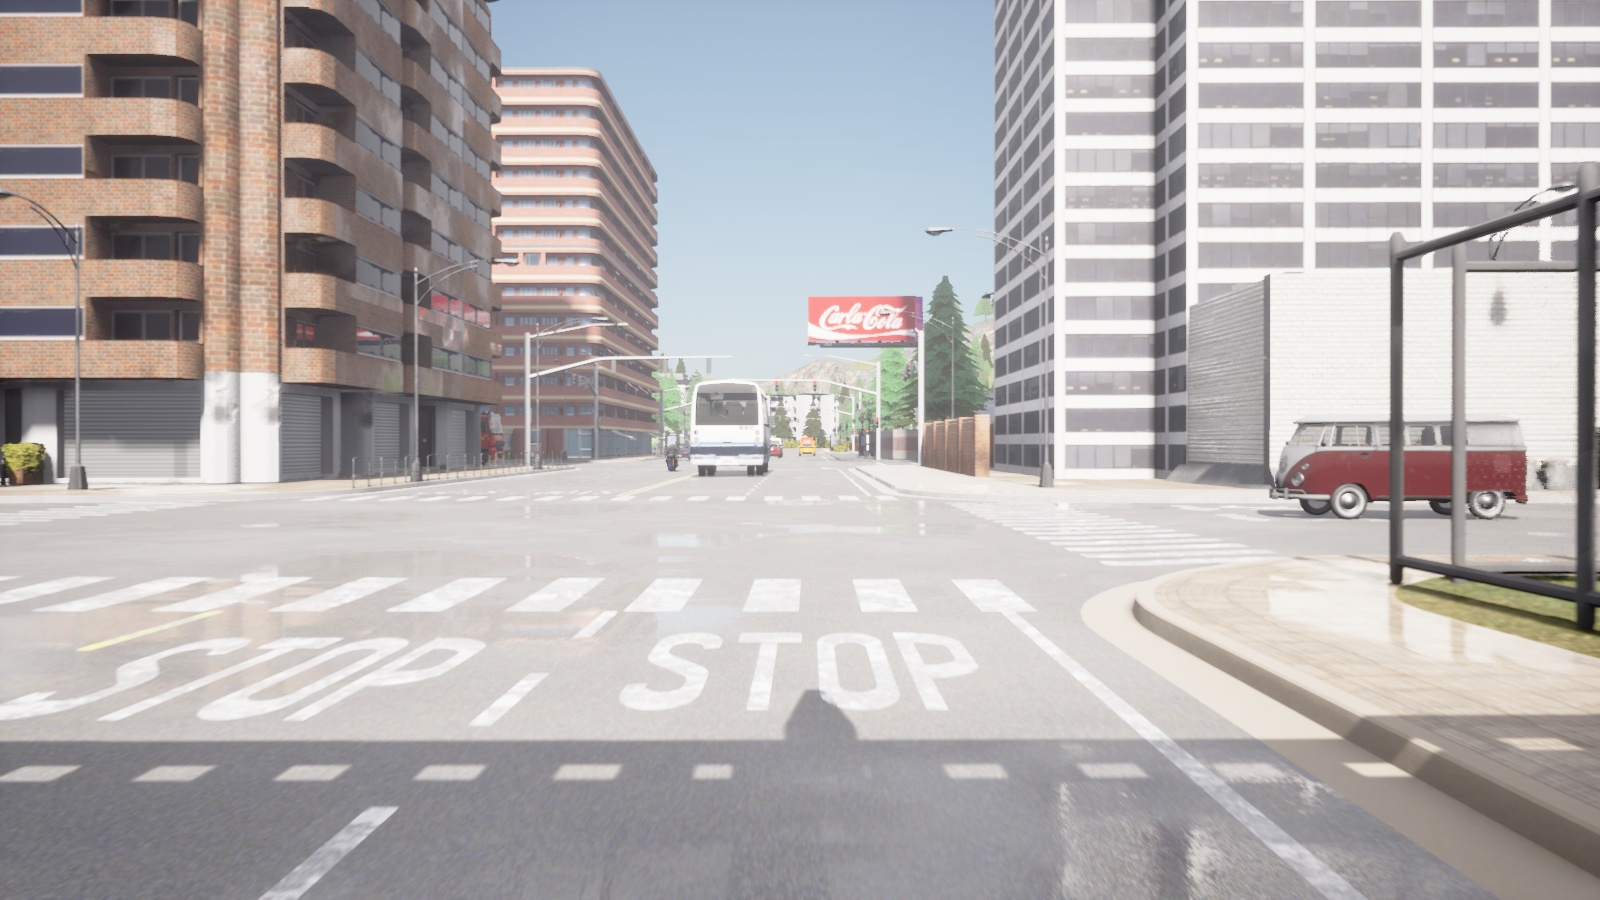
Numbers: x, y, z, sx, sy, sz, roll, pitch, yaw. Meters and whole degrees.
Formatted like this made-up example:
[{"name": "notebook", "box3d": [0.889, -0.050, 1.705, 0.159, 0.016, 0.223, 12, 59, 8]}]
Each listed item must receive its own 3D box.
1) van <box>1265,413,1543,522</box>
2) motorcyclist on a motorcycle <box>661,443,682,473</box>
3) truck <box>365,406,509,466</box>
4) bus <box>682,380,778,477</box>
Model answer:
[{"name": "van", "box3d": [11.428, 0.318, 23.957, 4.442, 1.987, 1.775, 0, 0, 0]}, {"name": "motorcyclist on a motorcycle", "box3d": [-6.639, 0.409, 65.080, 0.866, 1.530, 2.191, 0, 0, 0]}, {"name": "truck", "box3d": [-23.255, -0.892, 80.740, 8.468, 3.827, 2.891, 0, 0, 1]}, {"name": "bus", "box3d": [-3.148, -0.970, 59.967, 3.944, 4.253, 10.273, 0, 0, 0]}]
